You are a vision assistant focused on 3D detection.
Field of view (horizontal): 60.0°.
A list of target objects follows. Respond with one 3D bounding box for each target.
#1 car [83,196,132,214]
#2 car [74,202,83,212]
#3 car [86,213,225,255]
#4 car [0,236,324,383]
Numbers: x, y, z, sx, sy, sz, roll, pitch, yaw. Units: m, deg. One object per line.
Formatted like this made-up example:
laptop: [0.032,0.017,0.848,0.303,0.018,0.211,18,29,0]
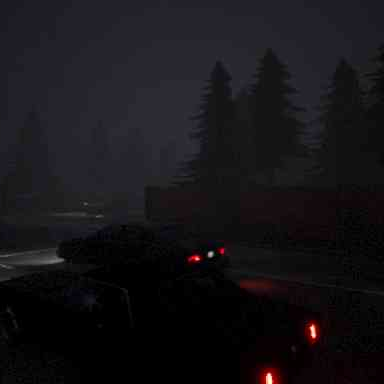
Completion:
car: [-8.595,1.461,35.181,1.882,1.535,5.008,0,1,35]
car: [-11.067,1.334,37.742,2.097,1.767,4.553,0,0,35]
car: [-1.591,1.543,9.406,5.357,1.411,2.033,0,0,36]
car: [-0.870,1.599,4.574,4.718,1.301,1.895,0,0,36]
